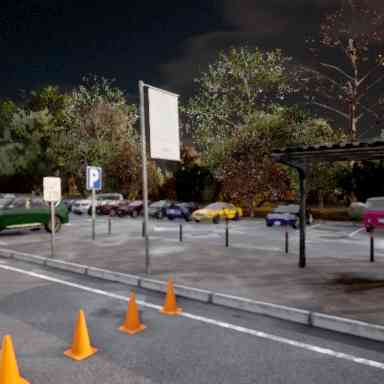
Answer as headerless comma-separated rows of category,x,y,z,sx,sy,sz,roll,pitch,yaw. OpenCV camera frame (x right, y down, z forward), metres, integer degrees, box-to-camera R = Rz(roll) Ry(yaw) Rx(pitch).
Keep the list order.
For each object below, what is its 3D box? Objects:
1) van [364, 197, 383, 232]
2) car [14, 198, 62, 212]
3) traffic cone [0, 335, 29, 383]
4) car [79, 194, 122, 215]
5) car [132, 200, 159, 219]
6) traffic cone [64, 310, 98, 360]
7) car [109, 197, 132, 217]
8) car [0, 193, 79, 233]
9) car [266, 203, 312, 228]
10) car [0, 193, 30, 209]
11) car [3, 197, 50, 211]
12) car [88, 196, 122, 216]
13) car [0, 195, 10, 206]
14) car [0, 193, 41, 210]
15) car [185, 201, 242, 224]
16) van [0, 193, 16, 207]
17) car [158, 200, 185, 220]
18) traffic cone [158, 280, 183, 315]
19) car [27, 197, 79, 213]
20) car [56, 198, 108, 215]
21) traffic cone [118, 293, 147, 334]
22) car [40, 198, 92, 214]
van,11.250,1.263,19.289,1.878,1.987,4.442,0,0,35
car,-18.352,1.454,39.921,2.163,1.488,4.792,0,0,35
traffic cone,-2.131,1.956,3.846,0.340,0.580,0.340,0,0,35
car,-9.269,1.202,33.537,2.435,2.045,5.566,0,0,35
car,-2.436,1.466,28.776,2.231,1.521,4.892,0,0,35
traffic cone,-1.556,1.956,4.662,0.340,0.580,0.340,0,0,35
car,-4.708,1.461,30.372,2.097,1.535,5.008,0,0,35
car,-9.267,1.214,17.547,2.435,2.045,5.566,0,0,35
car,6.626,1.511,22.362,2.163,1.488,4.792,0,0,35
car,-25.135,1.115,44.760,2.435,2.045,5.566,1,0,35
car,-20.595,1.436,41.569,2.163,1.488,4.792,0,0,35
car,-6.979,1.457,31.968,2.097,1.535,5.008,0,0,35
car,-29.587,1.312,48.082,1.946,1.575,5.366,1,0,35
car,-22.896,1.136,43.117,2.435,2.045,5.566,0,0,35
car,1.994,1.470,25.427,1.946,1.575,5.366,0,0,35
van,-27.356,1.115,46.429,1.878,1.987,4.442,1,0,35
car,-0.153,1.499,27.199,2.163,1.488,4.792,0,0,35
traffic cone,-0.406,1.956,6.294,0.340,0.580,0.340,0,0,36
car,-15.961,1.430,38.501,1.946,1.575,5.366,0,0,35
car,-11.526,1.450,35.151,2.231,1.521,4.892,0,0,35
traffic cone,-0.981,1.956,5.479,0.340,0.580,0.340,0,0,35
car,-13.798,1.442,36.749,2.097,1.535,5.008,0,0,35
